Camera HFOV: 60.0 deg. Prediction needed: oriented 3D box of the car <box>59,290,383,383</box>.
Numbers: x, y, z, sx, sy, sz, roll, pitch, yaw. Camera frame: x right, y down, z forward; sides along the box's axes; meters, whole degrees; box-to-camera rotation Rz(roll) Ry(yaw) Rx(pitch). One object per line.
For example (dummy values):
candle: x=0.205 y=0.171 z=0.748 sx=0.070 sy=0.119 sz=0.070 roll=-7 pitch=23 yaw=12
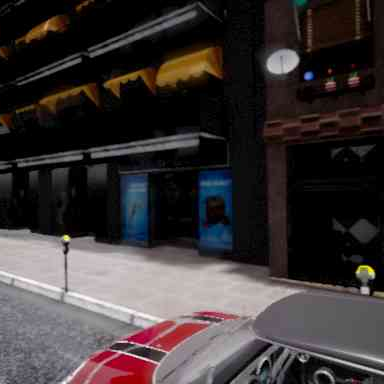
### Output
car: x=0.838 y=1.438 z=2.158 sx=4.097 sy=1.590 sz=1.967 roll=0 pitch=-1 yaw=36
